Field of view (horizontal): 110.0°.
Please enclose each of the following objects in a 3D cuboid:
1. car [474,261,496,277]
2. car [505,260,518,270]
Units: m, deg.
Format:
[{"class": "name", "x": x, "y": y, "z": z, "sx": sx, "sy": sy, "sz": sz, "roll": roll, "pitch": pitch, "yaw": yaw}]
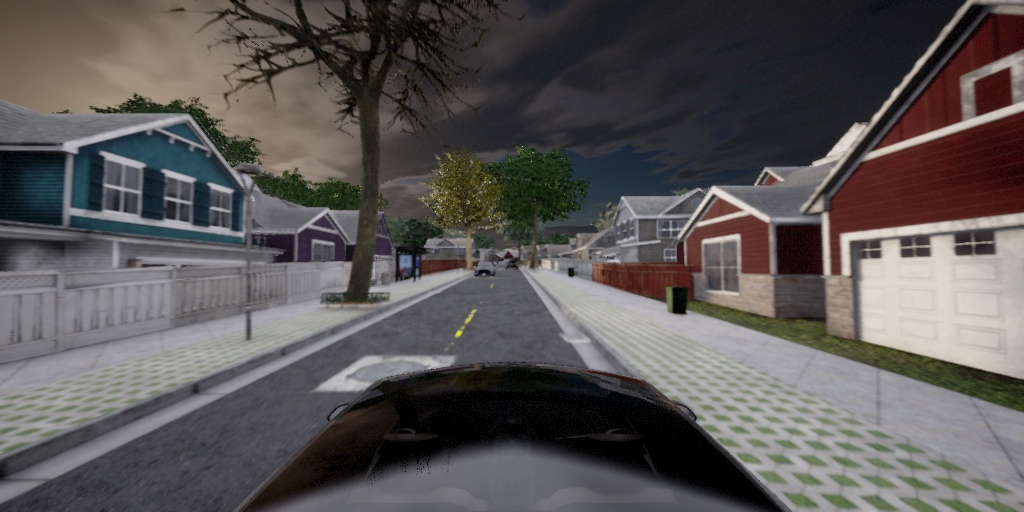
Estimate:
[{"class": "car", "x": -2.760, "y": 1.290, "z": 37.811, "sx": 2.097, "sy": 1.767, "sz": 4.553, "roll": 0, "pitch": 0, "yaw": 0}, {"class": "car", "x": -0.018, "y": 1.391, "z": 60.713, "sx": 2.097, "sy": 1.767, "sz": 4.553, "roll": 0, "pitch": 0, "yaw": 0}]
